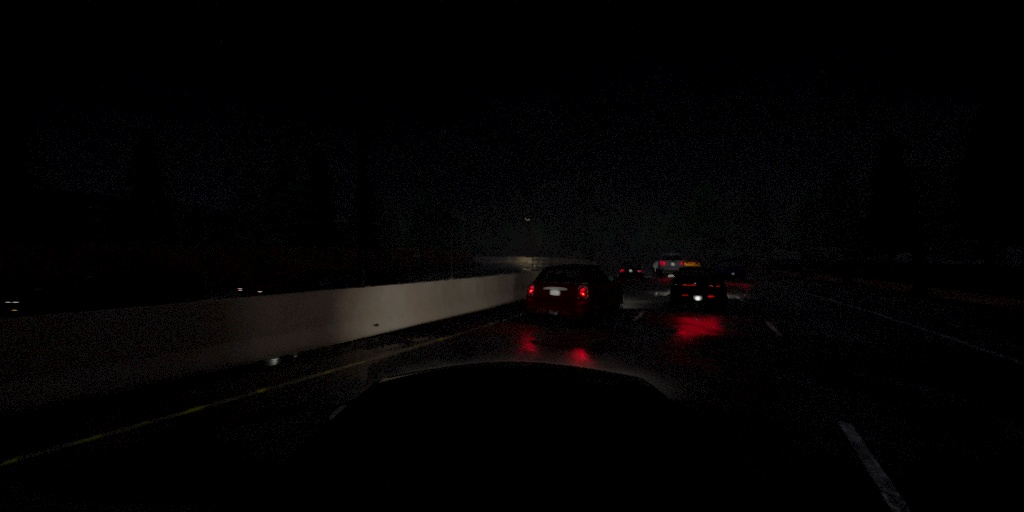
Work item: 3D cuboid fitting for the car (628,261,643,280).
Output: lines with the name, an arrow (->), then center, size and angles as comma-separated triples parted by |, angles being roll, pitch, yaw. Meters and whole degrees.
car -> 9.664, 1.147, 29.301 | 2.033, 1.411, 5.357 | 0, 0, 18

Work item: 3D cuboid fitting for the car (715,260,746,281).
car -> 16.357, 1.075, 27.650 | 1.882, 1.535, 5.008 | 0, 0, 18

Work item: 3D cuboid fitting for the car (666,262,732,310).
car -> 7.479, 1.180, 14.547 | 1.837, 1.490, 4.892 | 0, 0, 26

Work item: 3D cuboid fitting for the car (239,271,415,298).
car -> -5.642, 1.254, 12.254 | 2.033, 1.411, 5.357 | 0, 0, 31

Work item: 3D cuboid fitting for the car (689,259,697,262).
car -> 19.529, 1.009, 40.195 | 1.882, 1.535, 5.008 | 0, 0, 12

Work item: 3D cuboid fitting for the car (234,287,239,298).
car -> -8.320, 1.300, 14.696 | 1.895, 1.301, 4.718 | 0, 0, 30

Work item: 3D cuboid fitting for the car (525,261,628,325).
car -> 2.240, 1.048, 11.967 | 2.097, 1.767, 4.553 | 0, 0, 29

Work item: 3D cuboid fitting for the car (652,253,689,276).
car -> 14.438, 0.792, 33.251 | 2.150, 2.045, 5.566 | 0, 0, 15

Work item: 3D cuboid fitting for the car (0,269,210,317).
car -> -13.770, 1.222, 12.579 | 1.837, 1.490, 4.892 | 1, 1, 32
